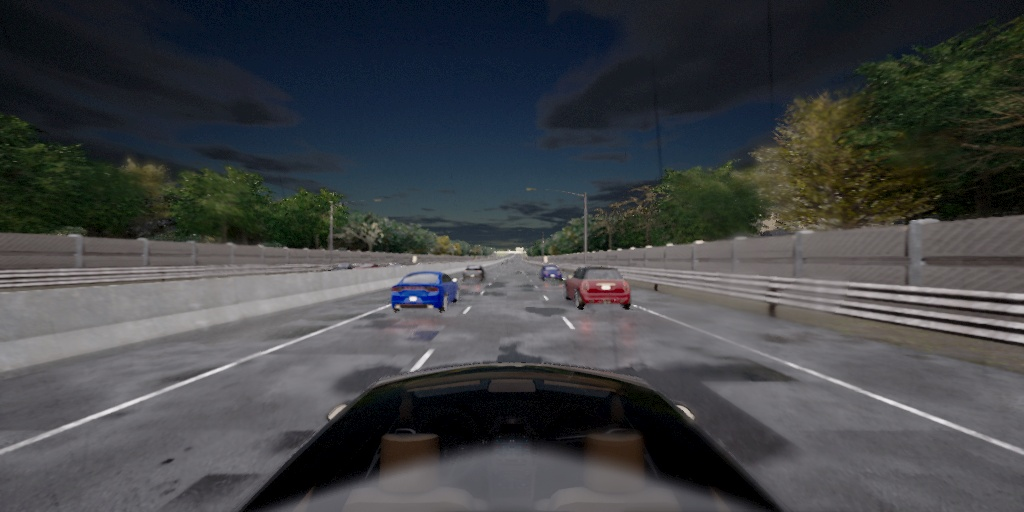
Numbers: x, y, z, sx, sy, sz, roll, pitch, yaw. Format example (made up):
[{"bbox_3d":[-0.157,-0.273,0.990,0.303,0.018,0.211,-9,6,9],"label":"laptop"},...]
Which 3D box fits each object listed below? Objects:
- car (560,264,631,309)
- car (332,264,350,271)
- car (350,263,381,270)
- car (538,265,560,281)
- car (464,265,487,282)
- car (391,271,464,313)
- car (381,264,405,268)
[{"bbox_3d":[3.599,1.236,15.840,2.097,1.767,4.553,0,0,0],"label":"car"},{"bbox_3d":[-21.066,1.734,45.373,1.994,1.385,4.181,0,-1,0],"label":"car"},{"bbox_3d":[-17.572,1.636,44.151,1.882,1.535,5.008,0,-1,0],"label":"car"},{"bbox_3d":[3.599,1.583,33.865,1.812,1.442,4.674,0,-1,0],"label":"car"},{"bbox_3d":[-3.401,1.542,33.176,2.128,1.511,4.902,0,-1,0],"label":"car"},{"bbox_3d":[-3.401,1.350,14.802,1.882,1.535,5.008,0,-1,0],"label":"car"},{"bbox_3d":[-14.075,1.724,44.256,1.994,1.385,4.181,0,-1,0],"label":"car"}]
